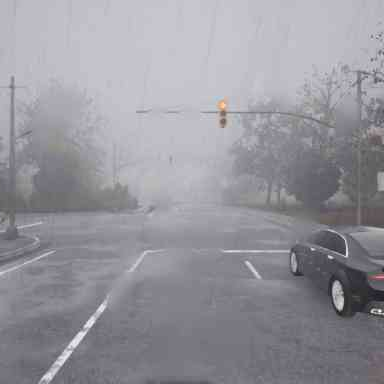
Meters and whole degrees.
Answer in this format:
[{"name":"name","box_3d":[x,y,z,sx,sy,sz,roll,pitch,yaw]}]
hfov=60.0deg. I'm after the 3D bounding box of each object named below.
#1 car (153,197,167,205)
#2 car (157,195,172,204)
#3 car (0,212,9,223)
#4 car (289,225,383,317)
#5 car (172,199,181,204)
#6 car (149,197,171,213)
[{"name":"car","box_3d":[-8.055,2.218,83.001,2.097,1.767,4.553,0,-1,-25]},{"name":"car","box_3d":[-4.524,1.401,50.862,2.150,2.045,5.566,0,-1,-5]},{"name":"car","box_3d":[-15.474,1.675,23.045,4.718,1.301,1.895,-1,0,-3]},{"name":"car","box_3d":[3.599,1.505,7.441,1.837,1.490,4.892,0,0,1]},{"name":"car","box_3d":[-4.368,2.432,83.174,1.895,1.301,4.718,0,-1,-22]},{"name":"car","box_3d":[-3.755,1.574,37.513,2.033,1.411,5.357,0,0,-2]}]
